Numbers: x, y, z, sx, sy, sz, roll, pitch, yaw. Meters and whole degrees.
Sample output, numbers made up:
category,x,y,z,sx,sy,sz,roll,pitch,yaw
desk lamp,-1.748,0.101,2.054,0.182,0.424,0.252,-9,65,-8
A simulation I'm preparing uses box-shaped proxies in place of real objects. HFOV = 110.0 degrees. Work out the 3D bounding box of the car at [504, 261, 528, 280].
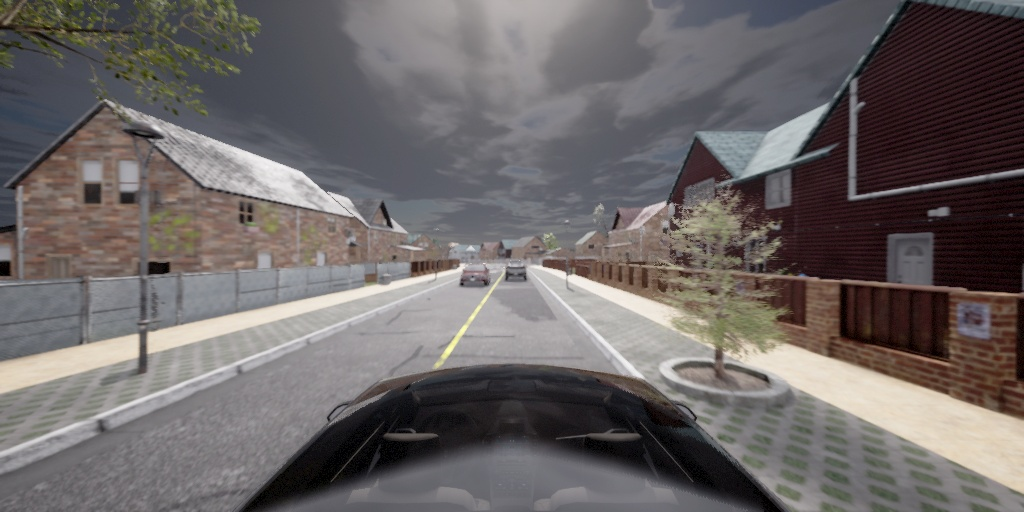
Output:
category,x,y,z,sx,sy,sz,roll,pitch,yaw
car,0.347,1.283,31.616,2.128,1.511,4.902,0,0,1

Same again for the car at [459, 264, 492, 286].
category,x,y,z,sx,sy,sz,roll,pitch,yaw
car,-2.535,1.293,25.678,1.812,1.442,4.674,0,0,1
